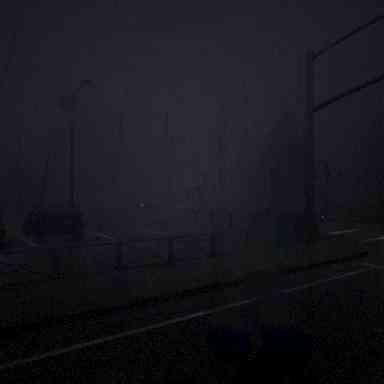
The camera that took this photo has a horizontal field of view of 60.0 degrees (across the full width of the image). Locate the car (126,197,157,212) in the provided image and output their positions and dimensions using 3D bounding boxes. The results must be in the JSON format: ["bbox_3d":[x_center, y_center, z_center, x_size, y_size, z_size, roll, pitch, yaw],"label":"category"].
[{"bbox_3d":[-5.852,1.353,38.298,2.097,1.767,4.553,0,0,-36],"label":"car"}]

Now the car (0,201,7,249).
[{"bbox_3d":[-8.921,1.331,13.398,2.152,1.636,5.027,0,0,-36],"label":"car"}]

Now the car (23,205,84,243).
[{"bbox_3d":[-6.410,1.340,15.279,2.007,1.523,4.514,0,0,-36],"label":"car"}]

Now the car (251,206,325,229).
[{"bbox_3d":[6.224,1.601,21.859,1.895,1.301,4.718,0,0,-35],"label":"car"}]

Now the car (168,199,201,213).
[{"bbox_3d":[-0.865,1.525,37.740,1.812,1.442,4.674,0,0,-36],"label":"car"}]
